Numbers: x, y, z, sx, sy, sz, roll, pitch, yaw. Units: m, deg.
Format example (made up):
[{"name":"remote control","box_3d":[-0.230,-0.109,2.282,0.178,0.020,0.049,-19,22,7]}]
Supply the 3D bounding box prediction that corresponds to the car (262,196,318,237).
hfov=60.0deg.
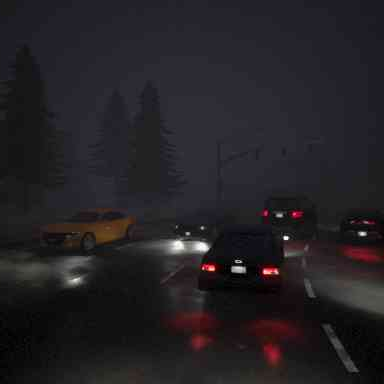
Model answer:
[{"name":"car","box_3d":[5.475,1.222,18.308,2.150,2.045,5.566,0,0,28]}]

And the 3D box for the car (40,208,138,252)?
[{"name":"car","box_3d":[-4.195,1.480,14.383,1.882,1.535,5.008,0,0,21]}]

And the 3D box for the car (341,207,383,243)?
[{"name":"car","box_3d":[8.379,1.504,16.170,1.837,1.490,4.892,0,0,29]}]

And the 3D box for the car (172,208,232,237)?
[{"name":"car","box_3d":[0.983,1.549,17.810,2.033,1.411,5.357,0,0,26]}]

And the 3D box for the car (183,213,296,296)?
[{"name":"car","box_3d":[1.539,1.548,8.858,2.033,1.411,5.357,0,0,15]}]
